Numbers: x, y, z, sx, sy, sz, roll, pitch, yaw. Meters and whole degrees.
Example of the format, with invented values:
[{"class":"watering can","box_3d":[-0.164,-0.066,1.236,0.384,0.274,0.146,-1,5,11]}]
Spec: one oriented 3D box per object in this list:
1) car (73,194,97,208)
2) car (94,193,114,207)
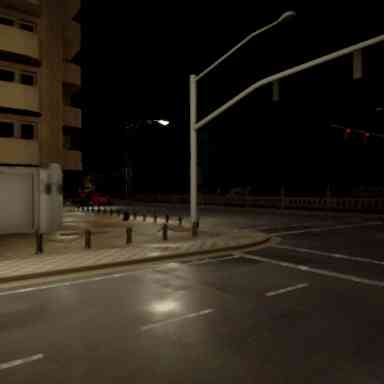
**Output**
[{"class":"car","box_3d":[-16.428,1.505,49.916,1.837,1.490,4.892,0,0,-36]},{"class":"car","box_3d":[-14.314,1.210,52.974,2.150,2.045,5.566,0,0,-35]}]
